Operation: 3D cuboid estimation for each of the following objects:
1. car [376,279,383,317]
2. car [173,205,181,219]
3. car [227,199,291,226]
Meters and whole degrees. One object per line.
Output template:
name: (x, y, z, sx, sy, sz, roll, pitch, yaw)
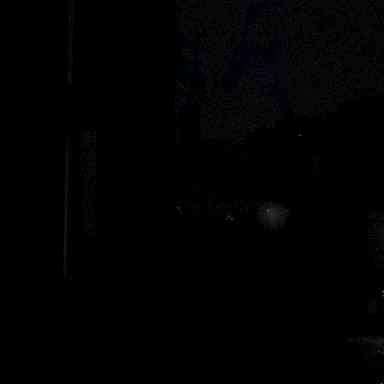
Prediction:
car: (5.360, 1.427, 6.771, 2.033, 1.411, 5.357, -2, 1, 42)
car: (-2.838, 1.245, 27.516, 2.097, 1.767, 4.553, 1, -1, -36)
car: (4.518, 1.323, 22.923, 2.097, 1.767, 4.553, 1, -1, -36)
